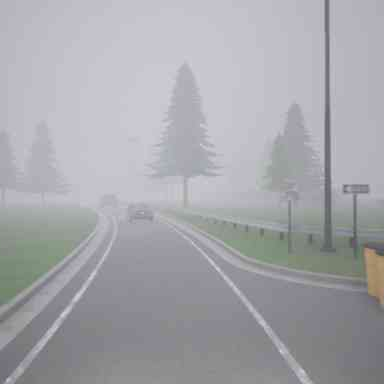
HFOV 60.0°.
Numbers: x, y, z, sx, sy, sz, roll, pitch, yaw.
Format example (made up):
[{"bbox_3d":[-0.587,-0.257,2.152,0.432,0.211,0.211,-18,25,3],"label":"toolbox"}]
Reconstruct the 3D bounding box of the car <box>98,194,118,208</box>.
[{"bbox_3d":[-12.388,1.265,48.848,2.150,2.045,5.566,0,0,-23],"label":"car"}]

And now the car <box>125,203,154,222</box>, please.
[{"bbox_3d":[-4.210,1.560,26.203,2.033,1.411,5.357,0,0,-15],"label":"car"}]
